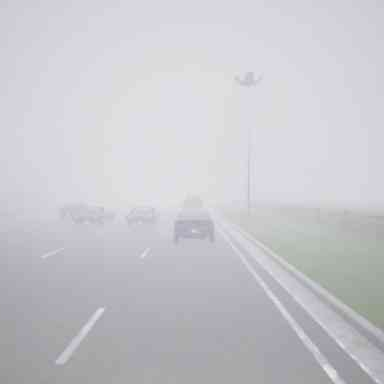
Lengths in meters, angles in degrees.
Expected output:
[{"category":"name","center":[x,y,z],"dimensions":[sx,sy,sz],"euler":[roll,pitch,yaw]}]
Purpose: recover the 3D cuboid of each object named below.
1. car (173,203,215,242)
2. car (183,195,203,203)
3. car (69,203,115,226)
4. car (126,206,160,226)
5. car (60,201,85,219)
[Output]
[{"category":"car","center":[0.097,1.544,16.856],"dimensions":[1.882,1.535,5.008],"euler":[0,0,0]},{"category":"car","center":[0.097,1.374,38.561],"dimensions":[2.150,2.045,5.566],"euler":[0,0,0]},{"category":"car","center":[-6.901,1.695,23.971],"dimensions":[1.895,1.301,4.718],"euler":[0,0,0]},{"category":"car","center":[-3.403,1.695,23.971],"dimensions":[1.895,1.301,4.718],"euler":[0,0,0]},{"category":"car","center":[-10.402,1.625,30.243],"dimensions":[1.837,1.490,4.892],"euler":[0,0,0]}]
